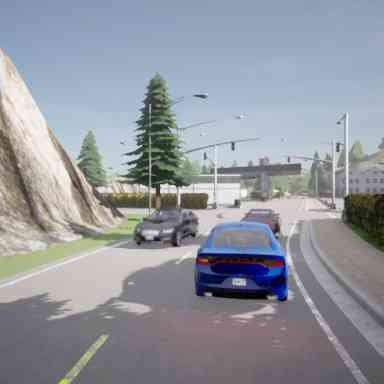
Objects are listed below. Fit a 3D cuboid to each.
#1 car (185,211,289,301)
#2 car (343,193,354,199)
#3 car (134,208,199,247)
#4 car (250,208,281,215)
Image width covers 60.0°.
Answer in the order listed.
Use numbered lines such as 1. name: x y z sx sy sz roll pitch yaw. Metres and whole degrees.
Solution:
1. car: 1.287 1.477 8.474 1.882 1.535 5.008 0 0 10
2. car: 40.162 1.073 82.998 3.866 1.878 1.905 0 0 19
3. car: -0.989 1.491 15.136 2.128 1.511 4.902 0 0 15
4. car: 3.687 1.563 17.664 1.994 1.385 4.181 0 0 17
